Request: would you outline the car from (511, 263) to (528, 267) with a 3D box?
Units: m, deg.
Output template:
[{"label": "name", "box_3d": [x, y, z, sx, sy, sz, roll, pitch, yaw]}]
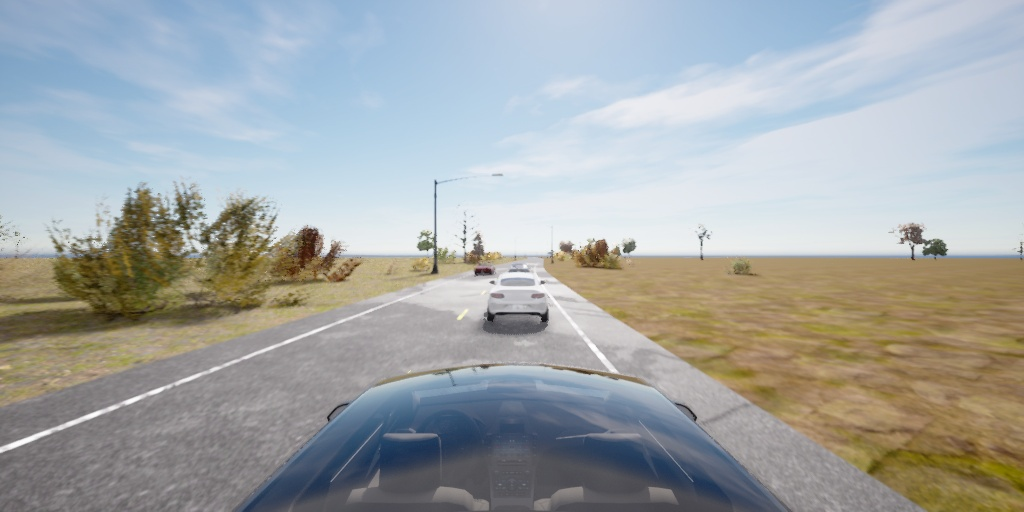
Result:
[{"label": "car", "box_3d": [0.624, 1.295, 30.556, 2.033, 1.411, 5.357, 0, 0, 2]}]

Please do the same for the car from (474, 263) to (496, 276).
[{"label": "car", "box_3d": [-2.804, 1.346, 37.388, 1.895, 1.301, 4.718, 0, 0, 3]}]

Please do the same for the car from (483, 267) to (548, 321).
[{"label": "car", "box_3d": [0.194, 1.275, 12.350, 1.812, 1.442, 4.674, 0, 0, 1]}]
